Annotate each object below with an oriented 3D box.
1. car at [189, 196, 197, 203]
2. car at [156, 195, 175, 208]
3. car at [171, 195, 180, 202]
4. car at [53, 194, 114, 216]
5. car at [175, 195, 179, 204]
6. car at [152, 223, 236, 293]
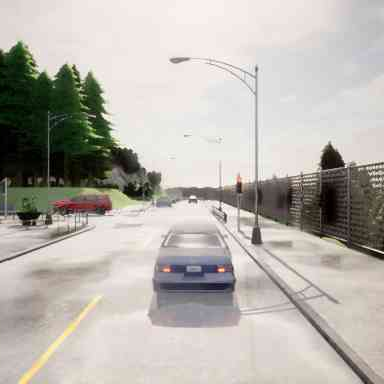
[{"bbox_3d":[0.211,1.547,70.014,2.033,1.411,5.357,0,0,0],"label":"car"},{"bbox_3d":[-4.019,1.351,48.909,2.097,1.767,4.553,0,0,0],"label":"car"},{"bbox_3d":[-3.881,1.522,76.732,1.812,1.442,4.674,0,0,0],"label":"car"},{"bbox_3d":[-10.299,1.221,31.830,5.566,2.045,2.150,0,2,-14],"label":"car"},{"bbox_3d":[-3.965,1.505,61.851,1.837,1.490,4.892,0,0,0],"label":"car"},{"bbox_3d":[0.061,1.547,9.001,2.033,1.411,5.357,0,0,1],"label":"car"}]
